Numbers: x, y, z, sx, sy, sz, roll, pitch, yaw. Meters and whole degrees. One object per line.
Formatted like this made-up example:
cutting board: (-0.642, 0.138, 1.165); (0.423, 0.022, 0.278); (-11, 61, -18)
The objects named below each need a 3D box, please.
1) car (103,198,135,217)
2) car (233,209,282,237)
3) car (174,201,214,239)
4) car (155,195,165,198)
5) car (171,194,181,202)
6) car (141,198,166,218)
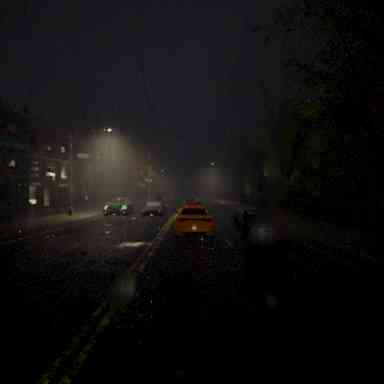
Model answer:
car: (-6.589, 1.319, 30.445); (2.097, 1.767, 4.553); (0, 0, 0)
car: (3.354, 1.582, 18.050); (1.895, 1.301, 4.718); (0, 0, 0)
car: (0.104, 1.459, 17.407); (1.882, 1.535, 5.008); (0, 0, 0)
car: (-6.701, 1.405, 70.782); (1.837, 1.490, 4.892); (0, 0, -1)
car: (-3.452, 1.260, 70.865); (2.097, 1.767, 4.553); (0, 0, -1)
car: (-3.343, 1.515, 30.155); (2.033, 1.411, 5.357); (0, 0, 0)
